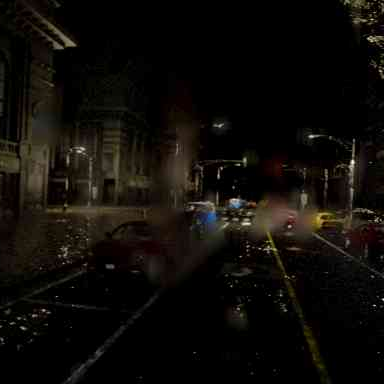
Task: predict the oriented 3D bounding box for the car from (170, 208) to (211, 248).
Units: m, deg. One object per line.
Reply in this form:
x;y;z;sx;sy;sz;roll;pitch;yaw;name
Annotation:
-0.538;1.665;15.421;1.947;1.339;4.313;2;0;11;car

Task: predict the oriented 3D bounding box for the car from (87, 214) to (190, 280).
-1.525;1.558;10.100;1.887;1.381;4.507;2;0;11;car

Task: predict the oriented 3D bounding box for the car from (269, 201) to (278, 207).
21.815;3.246;89.094;1.887;1.381;4.507;2;-1;11;car

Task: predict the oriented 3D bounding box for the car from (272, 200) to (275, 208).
17.786;2.876;67.366;1.887;1.381;4.507;2;-1;11;car

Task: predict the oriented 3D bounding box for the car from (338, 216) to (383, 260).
7.879;1.996;14.088;1.887;1.381;4.507;2;0;11;car

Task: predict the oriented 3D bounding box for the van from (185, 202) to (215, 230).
0.459;1.525;20.744;1.690;1.788;3.998;2;0;11;van

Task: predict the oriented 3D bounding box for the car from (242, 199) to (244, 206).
8.379;2.434;63.518;1.887;1.381;4.507;2;-1;11;car

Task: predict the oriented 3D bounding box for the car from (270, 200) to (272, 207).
18.794;2.968;72.798;1.887;1.381;4.507;2;-1;11;car

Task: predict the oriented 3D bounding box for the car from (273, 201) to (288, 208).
16.779;2.784;61.934;1.887;1.381;4.507;2;-1;11;car

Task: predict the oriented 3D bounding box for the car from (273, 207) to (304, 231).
7.177;2.112;25.111;1.895;1.301;4.718;2;0;11;car

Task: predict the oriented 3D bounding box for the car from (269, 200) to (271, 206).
19.832;3.044;78.397;1.752;1.417;4.829;2;-1;11;car

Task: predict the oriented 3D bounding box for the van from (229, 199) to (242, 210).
7.378;2.139;58.088;1.690;1.788;3.998;2;-1;11;van

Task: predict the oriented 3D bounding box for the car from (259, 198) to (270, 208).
17.273;2.871;79.773;1.882;1.535;5.008;2;-1;11;car

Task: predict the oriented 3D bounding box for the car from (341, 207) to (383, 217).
17.294;2.357;34.394;4.902;1.511;2.128;1;-1;3;car

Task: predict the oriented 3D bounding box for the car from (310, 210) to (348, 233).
9.848;2.148;24.655;1.752;1.417;4.829;2;-1;11;car

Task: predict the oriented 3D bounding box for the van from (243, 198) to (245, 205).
10.406;2.415;74.382;1.690;1.788;3.998;2;-1;11;van

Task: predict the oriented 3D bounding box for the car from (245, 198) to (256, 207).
13.986;2.744;78.496;1.882;1.535;5.008;2;-1;11;car

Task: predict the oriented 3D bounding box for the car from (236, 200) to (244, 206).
12.415;2.841;85.242;1.802;1.307;4.206;2;-1;11;car
